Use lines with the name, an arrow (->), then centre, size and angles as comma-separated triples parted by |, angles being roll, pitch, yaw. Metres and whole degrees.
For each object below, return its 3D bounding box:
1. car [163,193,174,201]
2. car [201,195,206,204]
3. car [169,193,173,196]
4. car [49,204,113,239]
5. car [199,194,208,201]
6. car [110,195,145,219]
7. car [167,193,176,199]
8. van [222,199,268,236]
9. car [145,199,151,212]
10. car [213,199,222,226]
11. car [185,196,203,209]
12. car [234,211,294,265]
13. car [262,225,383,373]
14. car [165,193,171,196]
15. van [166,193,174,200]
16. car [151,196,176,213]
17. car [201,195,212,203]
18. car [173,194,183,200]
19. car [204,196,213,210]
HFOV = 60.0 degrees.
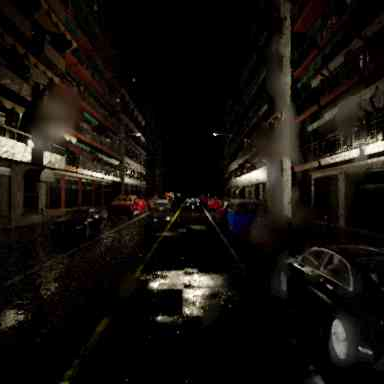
car -> -5.611, 1.087, 79.523 | 2.192, 1.841, 5.009 | 1, 0, 0
car -> 2.724, 1.380, 56.796 | 1.887, 1.381, 4.507 | 1, 0, 0
car -> -5.619, 1.355, 68.130 | 2.008, 1.369, 4.403 | 1, 0, 0
car -> -5.671, 1.502, 16.863 | 2.008, 1.369, 4.403 | 1, 0, 0
car -> 2.732, 1.316, 79.582 | 1.887, 1.381, 4.507 | 1, 0, 0
car -> -5.663, 1.233, 28.255 | 2.192, 1.841, 5.009 | 1, 0, 0
car -> -5.609, 1.180, 90.915 | 1.967, 1.590, 4.097 | 1, 0, 0
van -> 2.714, 1.291, 16.922 | 1.690, 1.788, 3.998 | 1, 0, 0
car -> -5.665, 1.446, 33.953 | 1.887, 1.381, 4.507 | 1, 0, 0
car -> 2.714, 1.374, 22.618 | 1.967, 1.590, 4.097 | 1, 0, 0
car -> 0.115, 1.478, 42.047 | 1.895, 1.301, 4.718 | 0, 0, 0
car -> 2.707, 1.549, 11.226 | 1.802, 1.307, 4.206 | 1, 0, 0
car -> 2.706, 1.534, 5.529 | 2.008, 1.369, 4.403 | 1, 0, 0
car -> -5.621, 1.365, 62.434 | 1.887, 1.381, 4.507 | 1, 0, 0
van -> -5.609, 1.097, 85.218 | 1.690, 1.788, 3.998 | 1, 0, 0
car -> -3.081, 1.462, 35.141 | 1.994, 1.385, 4.181 | 0, 0, 0
car -> 2.726, 1.364, 62.492 | 1.887, 1.381, 4.507 | 1, 0, 0
car -> -2.974, 1.054, 75.809 | 1.994, 1.385, 4.181 | 0, 0, 0
car -> 2.717, 1.466, 39.707 | 1.802, 1.307, 4.206 | 1, 0, 0
